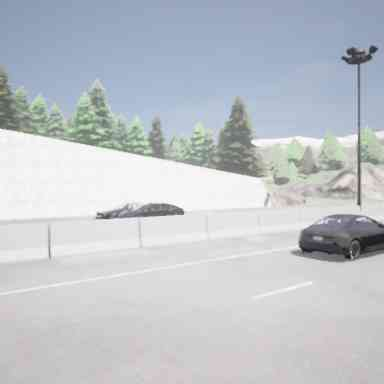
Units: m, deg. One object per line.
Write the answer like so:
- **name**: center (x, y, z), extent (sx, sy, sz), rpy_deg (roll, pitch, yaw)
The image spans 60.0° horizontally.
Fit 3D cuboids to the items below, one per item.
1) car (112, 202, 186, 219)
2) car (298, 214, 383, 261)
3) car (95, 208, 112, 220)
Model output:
- **car**: center (-2.757, 1.502, 23.414), extent (4.892, 1.490, 1.837), rpy_deg (0, 0, -36)
- **car**: center (5.807, 1.499, 12.204), extent (4.181, 1.385, 1.994), rpy_deg (0, 0, -36)
- **car**: center (-4.793, 1.520, 26.261), extent (5.357, 1.411, 2.033), rpy_deg (0, 0, -36)
